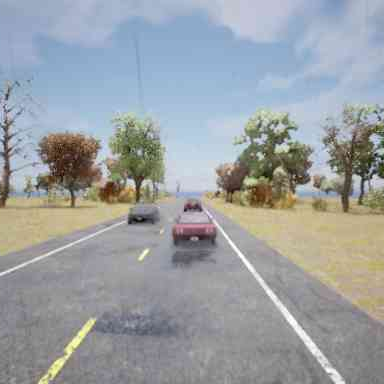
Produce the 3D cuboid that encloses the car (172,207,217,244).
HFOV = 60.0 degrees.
[{"bbox_3d":[0.104,1.631,15.838,1.895,1.301,4.718,0,0,0],"label":"car"}]

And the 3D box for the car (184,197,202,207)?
[{"bbox_3d":[0.107,1.432,39.769,2.097,1.767,4.553,0,0,0],"label":"car"}]

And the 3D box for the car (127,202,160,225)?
[{"bbox_3d":[-3.495,1.525,24.653,1.882,1.535,5.008,0,0,0],"label":"car"}]
